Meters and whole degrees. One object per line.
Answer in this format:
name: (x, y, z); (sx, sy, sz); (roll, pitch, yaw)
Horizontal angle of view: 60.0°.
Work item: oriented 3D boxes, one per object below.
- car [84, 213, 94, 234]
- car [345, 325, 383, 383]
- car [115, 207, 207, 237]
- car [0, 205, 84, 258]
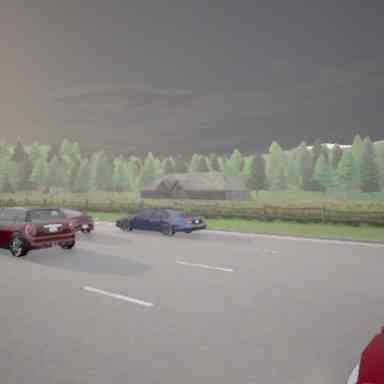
car: (-7.127, 1.515, 17.666); (4.674, 1.442, 1.812); (0, 0, 35)
car: (3.312, 1.603, 1.631); (4.718, 1.301, 1.895); (0, 0, 35)
car: (-1.789, 1.540, 18.159); (5.357, 1.411, 2.033); (0, 0, 35)
car: (-6.653, 1.343, 13.032); (4.553, 1.767, 2.097); (0, 0, 35)
